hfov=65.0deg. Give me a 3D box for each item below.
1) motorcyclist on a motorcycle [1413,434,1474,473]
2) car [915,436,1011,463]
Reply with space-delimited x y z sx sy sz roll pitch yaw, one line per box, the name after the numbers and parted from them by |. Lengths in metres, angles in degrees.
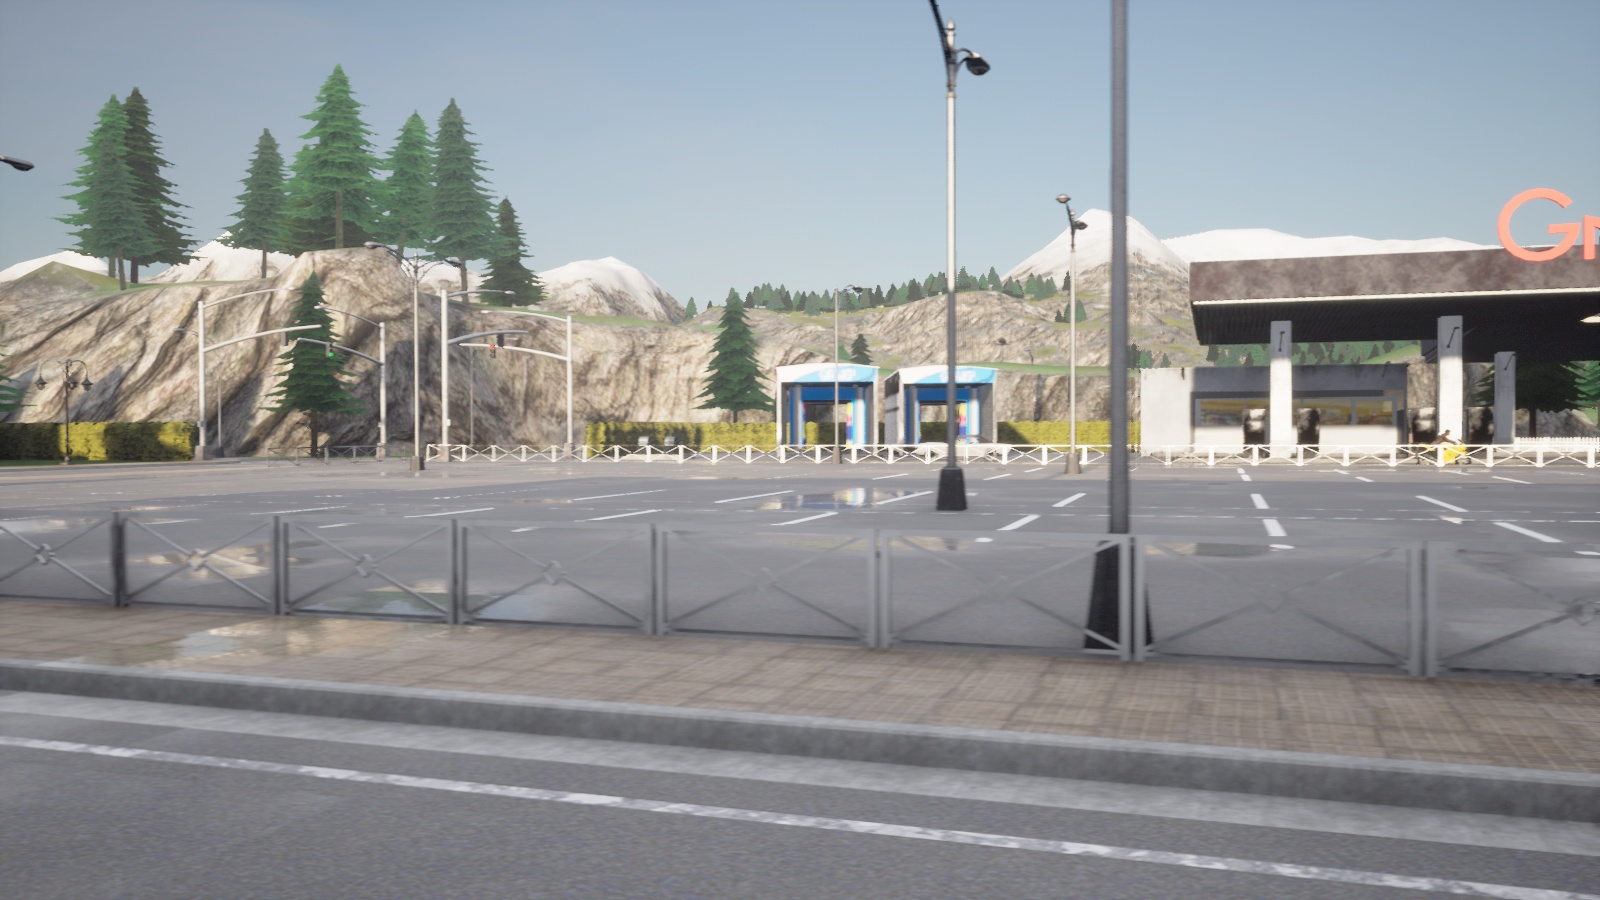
25.695 0.117 50.178 2.044 1.523 0.797 1 1 19 | motorcyclist on a motorcycle
8.144 -0.038 63.136 4.718 1.301 1.895 0 1 4 | car
